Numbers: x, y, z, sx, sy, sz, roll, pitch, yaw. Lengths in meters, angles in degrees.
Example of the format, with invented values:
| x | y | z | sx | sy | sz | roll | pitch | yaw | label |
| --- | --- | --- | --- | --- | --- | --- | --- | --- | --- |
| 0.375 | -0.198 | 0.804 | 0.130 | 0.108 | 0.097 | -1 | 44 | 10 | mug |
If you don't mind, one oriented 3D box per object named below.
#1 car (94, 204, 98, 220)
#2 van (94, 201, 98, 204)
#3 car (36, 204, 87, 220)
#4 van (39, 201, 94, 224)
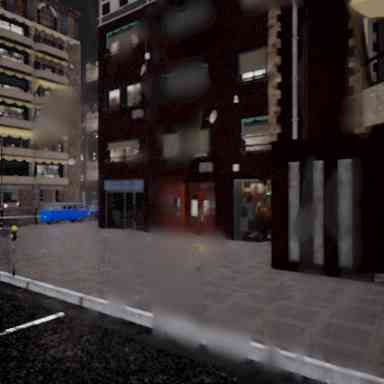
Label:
| x | y | z | sx | sy | sz | roll | pitch | yaw | label |
| --- | --- | --- | --- | --- | --- | --- | --- | --- | --- |
| -7.562 | 2.106 | 32.561 | 1.947 | 1.339 | 4.313 | -2 | -2 | 35 | car |
| -11.193 | 1.998 | 41.873 | 1.690 | 1.788 | 3.998 | -1 | -2 | 35 | van |
| -13.346 | 2.037 | 34.336 | 1.812 | 1.442 | 4.674 | 0 | -1 | 35 | car |
| -10.632 | 1.774 | 27.952 | 1.690 | 1.788 | 3.998 | -2 | -2 | 35 | van |
